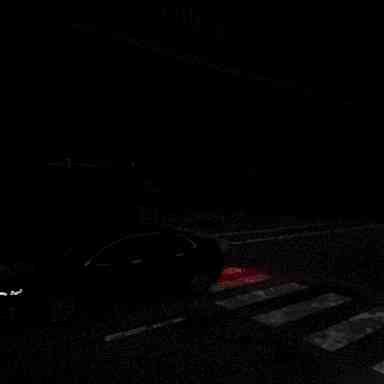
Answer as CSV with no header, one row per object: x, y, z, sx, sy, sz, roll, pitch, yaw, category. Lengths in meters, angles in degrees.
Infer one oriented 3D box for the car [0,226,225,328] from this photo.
-1.509,1.532,7.084,4.892,1.490,1.837,0,0,-35,car
